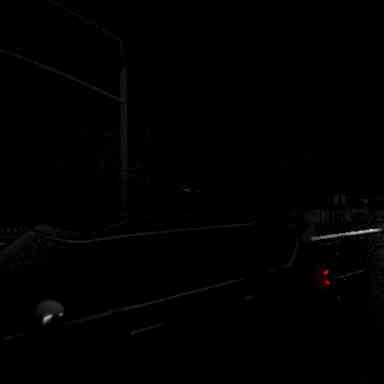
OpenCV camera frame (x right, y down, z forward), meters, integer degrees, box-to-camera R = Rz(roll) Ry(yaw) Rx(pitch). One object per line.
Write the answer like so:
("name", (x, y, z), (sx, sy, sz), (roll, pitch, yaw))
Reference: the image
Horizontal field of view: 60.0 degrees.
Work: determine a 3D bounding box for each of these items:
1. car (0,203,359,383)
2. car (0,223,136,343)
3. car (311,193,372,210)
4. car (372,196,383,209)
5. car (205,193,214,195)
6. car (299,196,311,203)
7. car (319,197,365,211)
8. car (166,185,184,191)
("car", (-0.842, 1.221, 3.390), (5.566, 2.045, 2.150), (0, 0, -35))
("car", (-3.666, 1.491, 5.676), (4.902, 1.511, 2.128), (0, 0, -35))
("car", (17.389, 1.210, 38.979), (2.150, 2.045, 5.566), (0, 1, -37))
("car", (24.322, 1.347, 41.426), (2.097, 1.767, 4.553), (0, 0, -37))
("car", (3.565, 0.379, 63.160), (1.895, 1.301, 4.718), (0, 6, -36))
("car", (17.630, 1.413, 50.252), (1.882, 1.535, 5.008), (0, 2, -37))
("car", (19.106, 1.483, 42.510), (2.128, 1.511, 4.902), (0, 0, -37))
("car", (-3.382, -0.468, 66.694), (1.837, 1.490, 4.892), (0, 7, -37))
